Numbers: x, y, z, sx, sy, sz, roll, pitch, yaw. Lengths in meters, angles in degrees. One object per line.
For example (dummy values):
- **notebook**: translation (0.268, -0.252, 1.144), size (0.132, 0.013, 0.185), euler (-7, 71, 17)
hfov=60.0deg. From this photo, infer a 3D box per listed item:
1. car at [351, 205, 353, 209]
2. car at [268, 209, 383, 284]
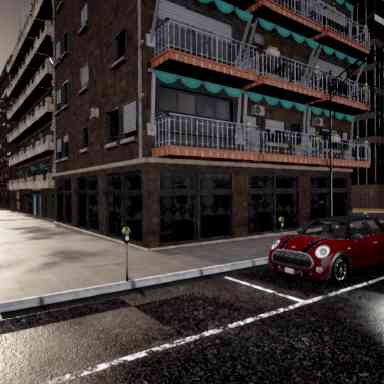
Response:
- **car**: translation (17.738, 1.745, 41.600), size (1.967, 1.590, 4.097), euler (-2, 0, -36)
- **car**: translation (4.046, 1.439, 9.476), size (4.097, 1.590, 1.967), euler (0, -1, -36)
